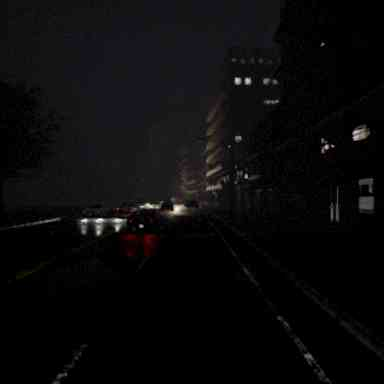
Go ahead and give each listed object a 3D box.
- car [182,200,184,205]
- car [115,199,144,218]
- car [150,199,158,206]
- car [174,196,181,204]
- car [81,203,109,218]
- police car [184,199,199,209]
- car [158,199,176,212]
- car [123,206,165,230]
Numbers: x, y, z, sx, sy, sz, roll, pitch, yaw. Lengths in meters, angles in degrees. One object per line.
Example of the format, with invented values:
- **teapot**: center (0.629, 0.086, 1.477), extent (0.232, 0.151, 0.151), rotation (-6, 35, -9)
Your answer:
- **car**: center (-0.437, 2.341, 68.600), extent (1.812, 1.442, 4.674), rotation (0, -1, -4)
- **car**: center (-6.695, 1.760, 35.024), extent (2.097, 1.767, 4.553), rotation (0, -1, -1)
- **car**: center (-8.408, 2.315, 75.385), extent (2.128, 1.511, 4.902), rotation (0, -1, -4)
- **car**: center (-3.404, 2.522, 92.894), extent (1.812, 1.442, 4.674), rotation (0, -1, -6)
- **car**: center (-9.945, 1.930, 34.730), extent (1.812, 1.442, 4.674), rotation (0, -1, -1)
- **police car**: center (0.135, 2.118, 58.641), extent (1.930, 1.638, 5.238), rotation (0, -1, -3)
- **car**: center (-3.605, 2.100, 48.935), extent (1.812, 1.442, 4.674), rotation (0, -1, -2)
- **car**: center (-3.163, 1.867, 22.953), extent (1.895, 1.301, 4.718), rotation (0, -1, 0)
